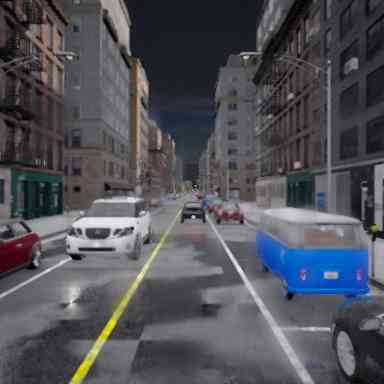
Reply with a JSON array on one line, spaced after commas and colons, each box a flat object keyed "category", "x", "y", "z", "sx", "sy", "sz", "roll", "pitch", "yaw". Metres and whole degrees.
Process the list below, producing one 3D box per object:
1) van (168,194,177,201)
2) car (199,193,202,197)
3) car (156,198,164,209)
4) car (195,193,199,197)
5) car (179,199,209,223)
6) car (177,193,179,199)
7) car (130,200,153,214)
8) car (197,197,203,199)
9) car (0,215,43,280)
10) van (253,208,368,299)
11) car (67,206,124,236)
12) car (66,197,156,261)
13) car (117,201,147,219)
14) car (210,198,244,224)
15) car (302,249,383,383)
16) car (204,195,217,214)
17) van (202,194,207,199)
[{"category": "van", "x": -5.396, "y": 1.395, "z": 84.208, "sx": 1.690, "sy": 1.788, "sz": 3.998, "roll": 0, "pitch": 0, "yaw": 0}, {"category": "car", "x": 2.644, "y": 1.353, "z": 52.244, "sx": 2.192, "sy": 1.841, "sz": 5.009, "roll": 0, "pitch": 0, "yaw": 0}, {"category": "car", "x": -5.381, "y": 1.579, "z": 46.734, "sx": 1.887, "sy": 1.381, "sz": 4.507, "roll": 0, "pitch": 0, "yaw": 0}, {"category": "car", "x": 2.717, "y": 1.372, "z": 89.615, "sx": 2.192, "sy": 1.841, "sz": 5.009, "roll": 0, "pitch": 0, "yaw": 0}, {"category": "car", "x": 0.103, "y": 1.523, "z": 26.006, "sx": 1.837, "sy": 1.490, "sz": 4.892, "roll": 0, "pitch": 0, "yaw": 0}, {"category": "car", "x": -5.392, "y": 1.625, "z": 95.021, "sx": 1.947, "sy": 1.339, "sz": 4.313, "roll": 0, "pitch": 0, "yaw": 0}, {"category": "car", "x": -5.383, "y": 1.609, "z": 35.711, "sx": 1.802, "sy": 1.307, "sz": 4.206, "roll": 0, "pitch": 0, "yaw": 0}, {"category": "car", "x": 0.107, "y": 1.632, "z": 42.584, "sx": 1.895, "sy": 1.301, "sz": 4.718, "roll": 0, "pitch": 0, "yaw": 0}, {"category": "car", "x": -5.387, "y": 1.445, "z": 8.157, "sx": 1.967, "sy": 1.590, "sz": 4.097, "roll": 0, "pitch": 0, "yaw": 0}, {"category": "van", "x": 2.638, "y": 1.346, "z": 8.156, "sx": 1.690, "sy": 1.788, "sz": 3.998, "roll": 0, "pitch": 0, "yaw": 0}, {"category": "car", "x": -5.386, "y": 1.564, "z": 19.178, "sx": 2.008, "sy": 1.369, "sz": 4.403, "roll": 0, "pitch": 0, "yaw": 0}, {"category": "car", "x": -2.847, "y": 1.229, "z": 12.703, "sx": 2.150, "sy": 2.045, "sz": 5.566, "roll": 0, "pitch": 0, "yaw": 0}, {"category": "car", "x": -5.384, "y": 1.567, "z": 30.200, "sx": 1.887, "sy": 1.381, "sz": 4.507, "roll": 0, "pitch": 0, "yaw": 0}, {"category": "car", "x": 2.640, "y": 1.458, "z": 24.688, "sx": 1.967, "sy": 1.590, "sz": 4.097, "roll": 0, "pitch": 0, "yaw": 0}, {"category": "car", "x": 2.637, "y": 1.552, "z": 2.645, "sx": 2.008, "sy": 1.369, "sz": 4.403, "roll": 0, "pitch": 0, "yaw": 0}, {"category": "car", "x": 2.642, "y": 1.467, "z": 35.711, "sx": 1.967, "sy": 1.590, "sz": 4.097, "roll": 0, "pitch": 0, "yaw": 0}, {"category": "van", "x": 2.644, "y": 1.375, "z": 46.732, "sx": 1.690, "sy": 1.788, "sz": 3.998, "roll": 0, "pitch": 0, "yaw": 0}]
